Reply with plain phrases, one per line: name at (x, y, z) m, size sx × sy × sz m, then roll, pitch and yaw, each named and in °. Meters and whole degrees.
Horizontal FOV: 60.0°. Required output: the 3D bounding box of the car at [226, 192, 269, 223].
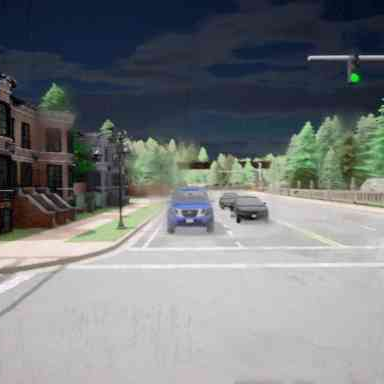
car at (3.452, 1.004, 20.790) m, size 1.882 × 1.535 × 5.008 m, roll -1°, pitch 1°, yaw 1°

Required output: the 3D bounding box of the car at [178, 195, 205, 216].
car at (-0.044, 1.008, 26.729) m, size 1.994 × 1.385 × 4.181 m, roll -1°, pitch 1°, yaw 0°

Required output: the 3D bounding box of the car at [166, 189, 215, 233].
car at (-0.078, 0.859, 17.326) m, size 2.150 × 2.045 × 5.566 m, roll -1°, pitch 1°, yaw 0°

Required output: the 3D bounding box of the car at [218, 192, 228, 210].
car at (3.496, 0.822, 30.959) m, size 1.837 × 1.490 × 4.892 m, roll -1°, pitch 1°, yaw 1°
